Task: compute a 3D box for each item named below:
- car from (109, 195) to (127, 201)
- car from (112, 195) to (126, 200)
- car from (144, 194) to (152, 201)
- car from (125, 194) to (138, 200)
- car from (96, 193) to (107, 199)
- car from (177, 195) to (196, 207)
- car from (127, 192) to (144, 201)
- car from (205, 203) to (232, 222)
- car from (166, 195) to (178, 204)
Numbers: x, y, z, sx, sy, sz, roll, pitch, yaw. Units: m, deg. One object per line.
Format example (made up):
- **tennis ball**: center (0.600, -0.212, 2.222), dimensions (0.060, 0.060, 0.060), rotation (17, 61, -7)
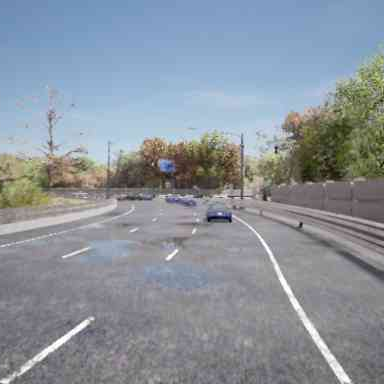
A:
- **car**: center (-17.526, 1.363, 78.709), dimensions (1.812, 1.442, 4.674), rotation (1, 0, -29)
- **car**: center (-19.599, 1.397, 89.028), dimensions (1.895, 1.301, 4.718), rotation (1, 0, -33)
- **car**: center (-11.532, 1.272, 82.353), dimensions (2.097, 1.767, 4.553), rotation (1, 0, -29)
- **car**: center (-16.617, 1.386, 90.863), dimensions (1.994, 1.385, 4.181), rotation (1, 0, -33)
- **car**: center (-22.783, 1.237, 87.486), dimensions (1.882, 1.535, 5.008), rotation (1, 0, -35)
- **car**: center (-0.598, 1.558, 52.854), dimensions (1.812, 1.442, 4.674), rotation (1, 0, -13)
- **car**: center (-14.129, 1.110, 79.796), dimensions (2.150, 2.045, 5.566), rotation (1, 0, -29)
- **car**: center (2.101, 1.612, 27.079), dimensions (1.994, 1.385, 4.181), rotation (1, 0, 0)
- **car**: center (-3.573, 1.351, 63.701), dimensions (2.097, 1.767, 4.553), rotation (1, 0, -18)
